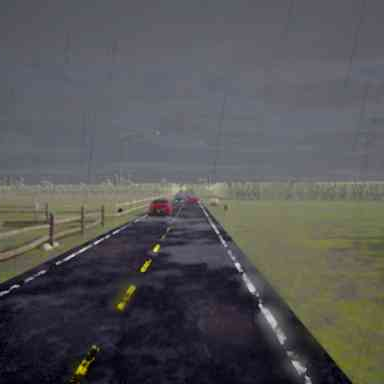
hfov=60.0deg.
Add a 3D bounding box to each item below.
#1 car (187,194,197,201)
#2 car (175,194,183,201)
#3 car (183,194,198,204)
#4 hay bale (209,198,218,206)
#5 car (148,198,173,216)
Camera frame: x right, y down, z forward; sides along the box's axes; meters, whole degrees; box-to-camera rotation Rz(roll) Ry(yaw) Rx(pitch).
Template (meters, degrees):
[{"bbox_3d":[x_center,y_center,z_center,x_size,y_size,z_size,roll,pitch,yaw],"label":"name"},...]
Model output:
[{"bbox_3d":[0.000,1.101,69.215,1.895,1.301,4.718,0,0,0],"label":"car"},{"bbox_3d":[-2.750,1.100,71.706,2.033,1.411,5.357,0,0,0],"label":"car"},{"bbox_3d":[0.003,1.268,56.924,1.994,1.385,4.181,0,0,0],"label":"car"},{"bbox_3d":[3.132,1.413,47.939,1.220,1.180,1.240,1,1,0],"label":"hay bale"},{"bbox_3d":[-2.845,1.333,30.730,1.882,1.535,5.008,0,0,0],"label":"car"}]
